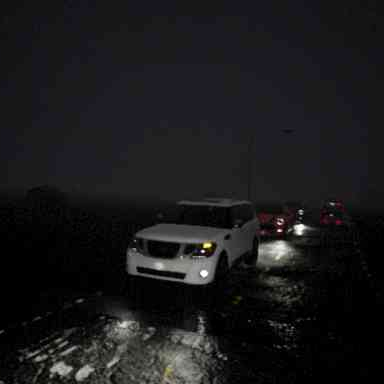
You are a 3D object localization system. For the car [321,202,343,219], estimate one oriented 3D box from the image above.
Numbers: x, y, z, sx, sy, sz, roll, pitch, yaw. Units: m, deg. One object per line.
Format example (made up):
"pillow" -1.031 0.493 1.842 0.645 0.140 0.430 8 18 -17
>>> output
"car" 14.682 2.015 34.889 1.895 1.301 4.718 2 0 24

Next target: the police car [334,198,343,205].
"police car" 35.833 2.330 81.463 1.930 1.638 5.238 2 0 24

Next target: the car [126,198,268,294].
"car" 0.435 1.215 9.421 2.150 2.045 5.566 2 0 23

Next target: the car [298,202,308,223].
"car" 8.536 1.578 27.992 2.097 1.767 4.553 2 0 23

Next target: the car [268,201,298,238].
"car" 4.418 1.461 18.572 2.097 1.767 4.553 2 0 24

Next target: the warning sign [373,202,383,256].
"warning sign" 7.328 1.342 11.953 1.300 1.860 1.060 3 1 24

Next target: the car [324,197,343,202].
"car" 19.407 1.757 45.770 2.150 2.045 5.566 2 1 24
